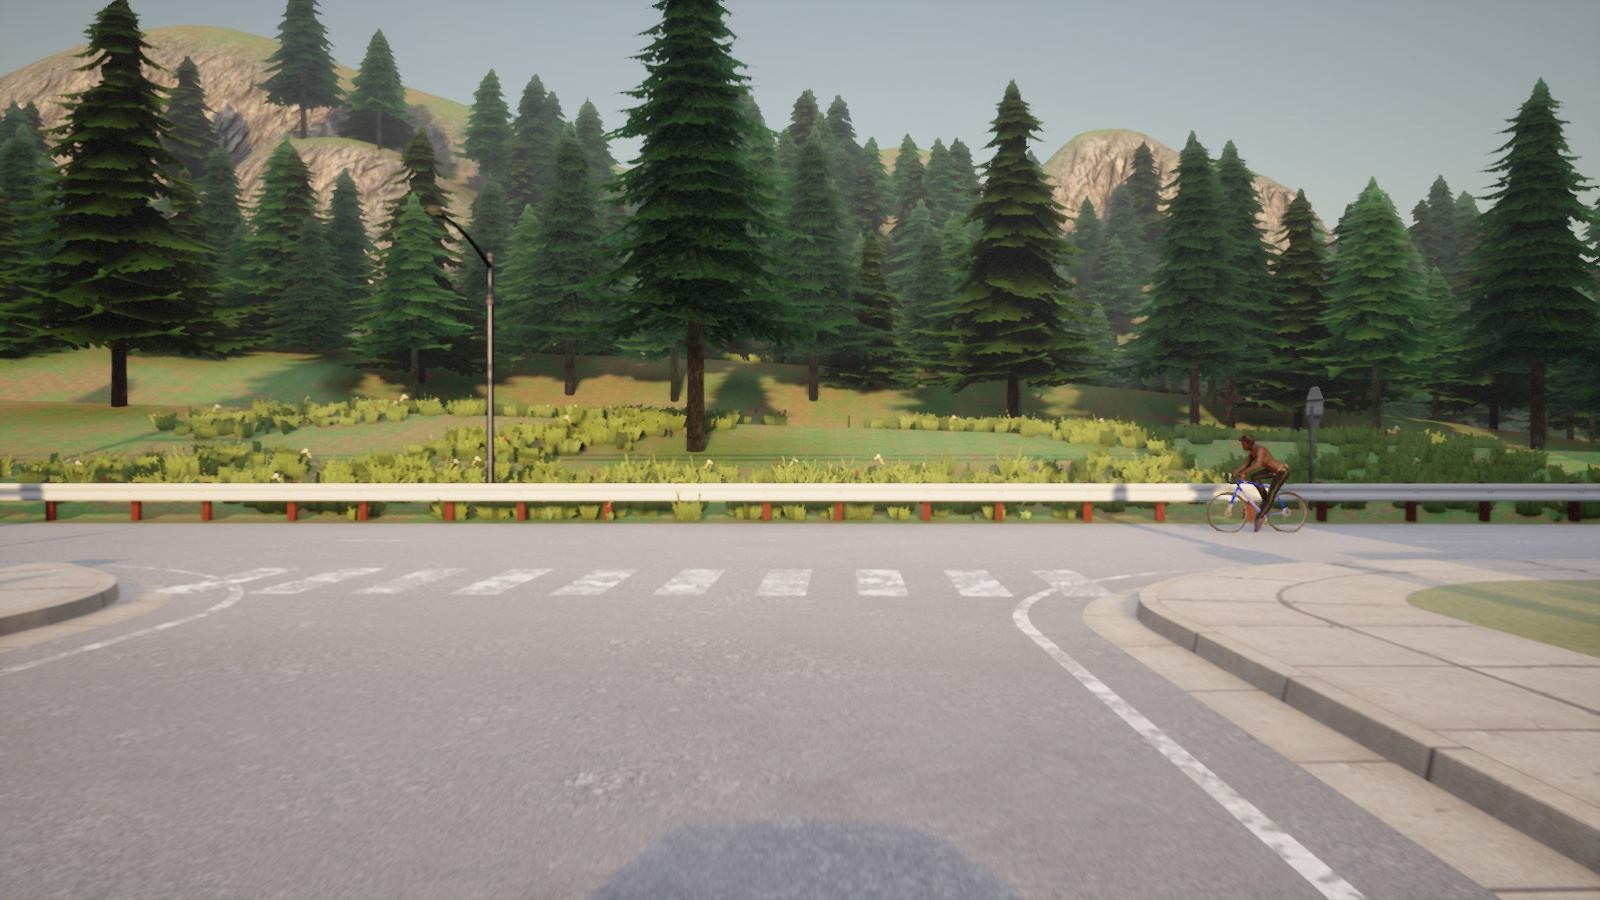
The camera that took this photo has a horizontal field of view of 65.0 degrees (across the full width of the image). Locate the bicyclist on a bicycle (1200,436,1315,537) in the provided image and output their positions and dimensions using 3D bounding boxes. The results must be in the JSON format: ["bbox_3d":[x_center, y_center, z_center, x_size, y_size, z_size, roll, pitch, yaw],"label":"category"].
[{"bbox_3d":[7.455,0.583,20.486,1.656,1.620,0.582,0,0,1],"label":"bicyclist on a bicycle"}]
